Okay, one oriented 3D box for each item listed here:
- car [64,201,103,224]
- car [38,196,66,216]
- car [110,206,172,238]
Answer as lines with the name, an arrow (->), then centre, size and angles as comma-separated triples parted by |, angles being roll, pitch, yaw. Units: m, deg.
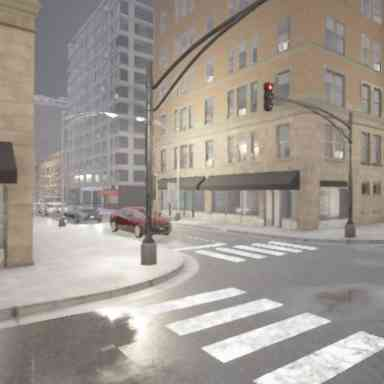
car -> -8.689, 1.719, 26.784 | 1.994, 1.385, 4.181 | 0, 0, -35
car -> -14.906, 1.425, 35.491 | 2.150, 2.045, 5.566 | 0, 0, -35
car -> -2.975, 1.590, 18.782 | 1.882, 1.535, 5.008 | 0, 0, -36
